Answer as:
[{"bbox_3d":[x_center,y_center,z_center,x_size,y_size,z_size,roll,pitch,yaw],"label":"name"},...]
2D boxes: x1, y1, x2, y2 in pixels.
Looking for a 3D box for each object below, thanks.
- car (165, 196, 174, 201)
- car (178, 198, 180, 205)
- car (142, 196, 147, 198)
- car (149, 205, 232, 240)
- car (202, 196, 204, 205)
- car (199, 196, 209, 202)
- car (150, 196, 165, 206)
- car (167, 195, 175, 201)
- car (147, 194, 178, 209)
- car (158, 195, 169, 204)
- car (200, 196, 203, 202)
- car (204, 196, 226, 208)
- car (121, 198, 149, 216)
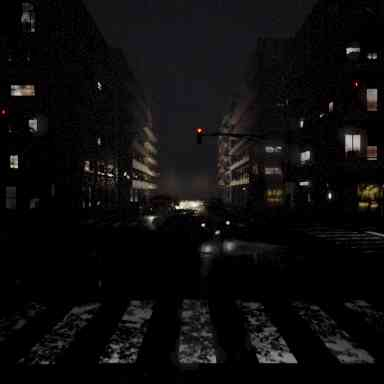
[{"bbox_3d":[-5.612,1.589,83.380,2.008,1.369,4.403,0,0,0],"label":"car"},{"bbox_3d":[-3.032,1.369,53.000,2.097,1.767,4.553,0,0,0],"label":"car"},{"bbox_3d":[-5.655,1.533,37.752,1.752,1.417,4.829,0,0,0],"label":"car"},{"bbox_3d":[-0.117,1.573,17.076,1.895,1.301,4.718,-1,0,-35],"label":"car"},{"bbox_3d":[2.731,1.451,43.598,1.967,1.590,4.097,0,0,0],"label":"car"},{"bbox_3d":[2.763,1.584,77.693,2.008,1.369,4.403,0,0,0],"label":"car"},{"bbox_3d":[-5.638,1.457,54.969,1.967,1.590,4.097,0,0,0],"label":"car"},{"bbox_3d":[-5.607,1.594,89.063,2.008,1.369,4.403,0,0,0],"label":"car"},{"bbox_3d":[-3.052,1.227,35.343,2.150,2.045,5.566,0,0,2],"label":"car"},{"bbox_3d":[-5.628,1.464,66.335,1.967,1.590,4.097,0,0,0],"label":"car"},{"bbox_3d":[2.742,1.598,54.963,1.802,1.307,4.206,0,0,0],"label":"car"},{"bbox_3d":[2.726,1.448,37.916,1.967,1.590,4.097,0,0,0],"label":"car"},{"bbox_3d":[-5.660,1.572,32.239,1.947,1.339,4.313,0,0,0],"label":"car"}]
